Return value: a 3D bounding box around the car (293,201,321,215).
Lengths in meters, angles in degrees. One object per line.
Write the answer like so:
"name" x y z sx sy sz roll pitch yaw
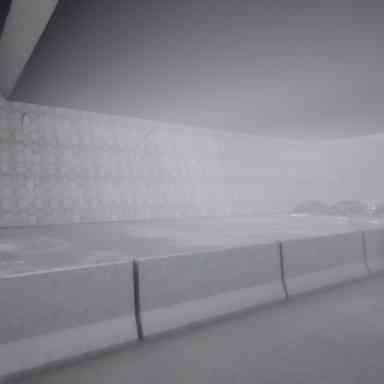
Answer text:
"car" 12.320 1.583 34.247 4.181 1.385 1.994 0 0 -35

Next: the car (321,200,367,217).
"car" 14.835 1.524 31.742 4.892 1.490 1.837 0 0 -35

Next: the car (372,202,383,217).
"car" 18.103 1.372 29.771 4.553 1.767 2.097 0 0 -35
